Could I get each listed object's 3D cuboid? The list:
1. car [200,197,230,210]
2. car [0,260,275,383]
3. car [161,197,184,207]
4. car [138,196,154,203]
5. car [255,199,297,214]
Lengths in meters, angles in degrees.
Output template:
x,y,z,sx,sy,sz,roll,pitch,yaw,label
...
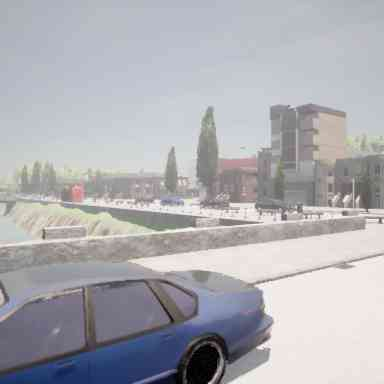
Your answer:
x,y,z,sx,sy,sz,roll,pitch,yaw,label
2.966,1.505,44.015,1.837,1.490,4.892,0,0,-36,car
-1.464,1.547,3.560,5.357,1.411,2.033,0,0,-36,car
-3.084,1.478,52.497,1.882,1.535,5.008,0,0,-35,car
-9.778,1.546,68.993,2.033,1.411,5.357,0,0,-36,car
8.905,1.505,35.724,1.837,1.490,4.892,0,0,-36,car
